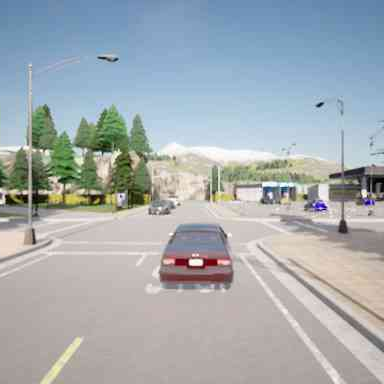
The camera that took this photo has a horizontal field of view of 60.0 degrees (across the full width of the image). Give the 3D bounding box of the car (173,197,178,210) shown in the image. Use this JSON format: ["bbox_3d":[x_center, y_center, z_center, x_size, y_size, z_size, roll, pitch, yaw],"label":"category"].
[{"bbox_3d":[-3.468,1.811,47.621,1.994,1.385,4.181,0,0,0],"label":"car"}]

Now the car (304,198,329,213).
[{"bbox_3d":[14.052,1.571,38.061,1.845,1.501,3.633,0,0,1],"label":"car"}]

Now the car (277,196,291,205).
[{"bbox_3d":[17.503,1.662,64.106,2.152,1.636,5.027,0,0,1],"label":"car"}]

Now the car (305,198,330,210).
[{"bbox_3d":[17.125,1.620,45.444,1.970,1.475,3.806,0,0,1],"label":"car"}]

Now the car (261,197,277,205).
[{"bbox_3d":[14.366,1.671,64.093,2.007,1.523,4.514,0,0,1],"label":"car"}]

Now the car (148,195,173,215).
[{"bbox_3d":[-3.503,1.541,36.309,2.097,1.767,4.553,0,0,0],"label":"car"}]

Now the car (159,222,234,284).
[{"bbox_3d":[0.228,1.599,9.785,2.033,1.411,5.357,0,0,3],"label":"car"}]

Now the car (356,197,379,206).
[{"bbox_3d":[29.253,1.611,56.286,1.845,1.501,3.633,0,0,1],"label":"car"}]

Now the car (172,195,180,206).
[{"bbox_3d":[-3.378,1.530,61.220,2.150,2.045,5.566,0,1,2],"label":"car"}]
